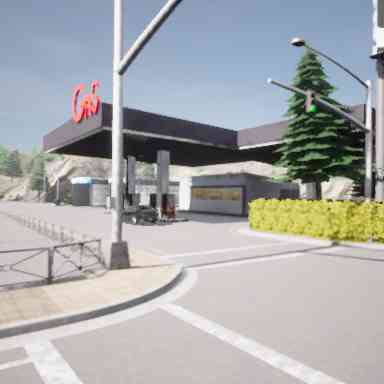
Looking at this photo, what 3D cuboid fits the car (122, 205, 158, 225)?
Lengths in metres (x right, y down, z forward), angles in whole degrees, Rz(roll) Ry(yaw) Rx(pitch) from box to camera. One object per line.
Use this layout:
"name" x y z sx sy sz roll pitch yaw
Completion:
"car" -4.592 1.868 27.716 1.837 1.490 4.892 1 -1 -35
